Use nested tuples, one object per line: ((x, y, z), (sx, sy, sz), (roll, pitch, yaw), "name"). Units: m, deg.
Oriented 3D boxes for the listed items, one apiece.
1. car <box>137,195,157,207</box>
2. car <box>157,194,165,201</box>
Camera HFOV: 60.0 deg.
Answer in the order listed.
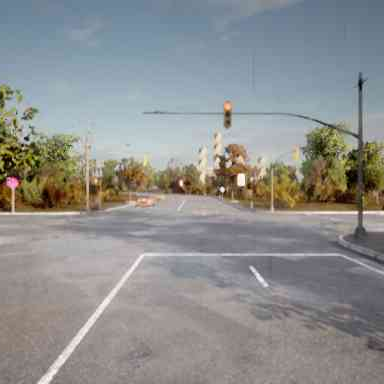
((-6.920, 1.253, 49.853), (2.097, 1.767, 4.553), (0, 0, 0), "car")
((-6.894, 1.146, 72.832), (1.882, 1.535, 5.008), (0, 1, 0), "car")
